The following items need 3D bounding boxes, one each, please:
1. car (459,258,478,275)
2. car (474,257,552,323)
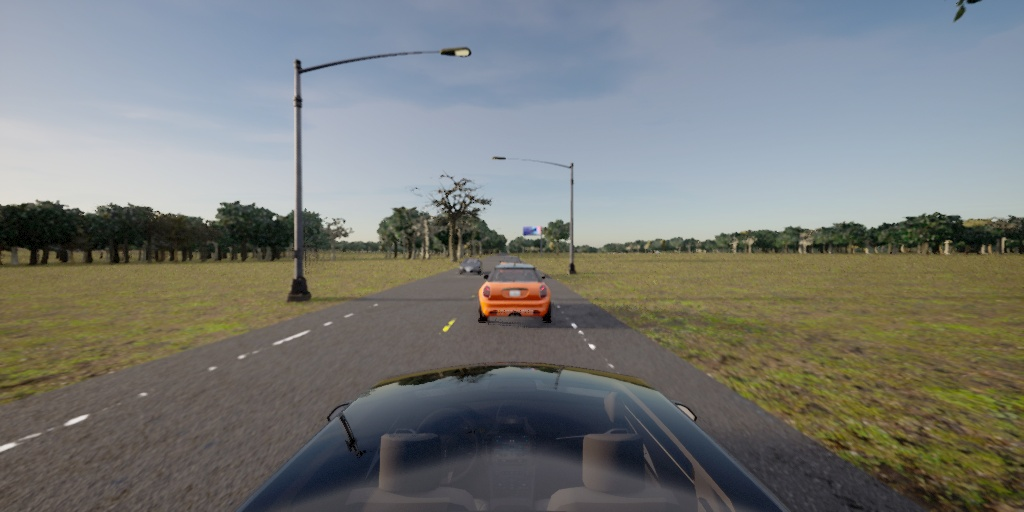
[{"bbox_3d":[-3.691,0.930,32.966,2.128,1.511,4.902,0,1,0],"label":"car"},{"bbox_3d":[0.076,1.027,12.003,2.097,1.767,4.553,0,1,0],"label":"car"}]
